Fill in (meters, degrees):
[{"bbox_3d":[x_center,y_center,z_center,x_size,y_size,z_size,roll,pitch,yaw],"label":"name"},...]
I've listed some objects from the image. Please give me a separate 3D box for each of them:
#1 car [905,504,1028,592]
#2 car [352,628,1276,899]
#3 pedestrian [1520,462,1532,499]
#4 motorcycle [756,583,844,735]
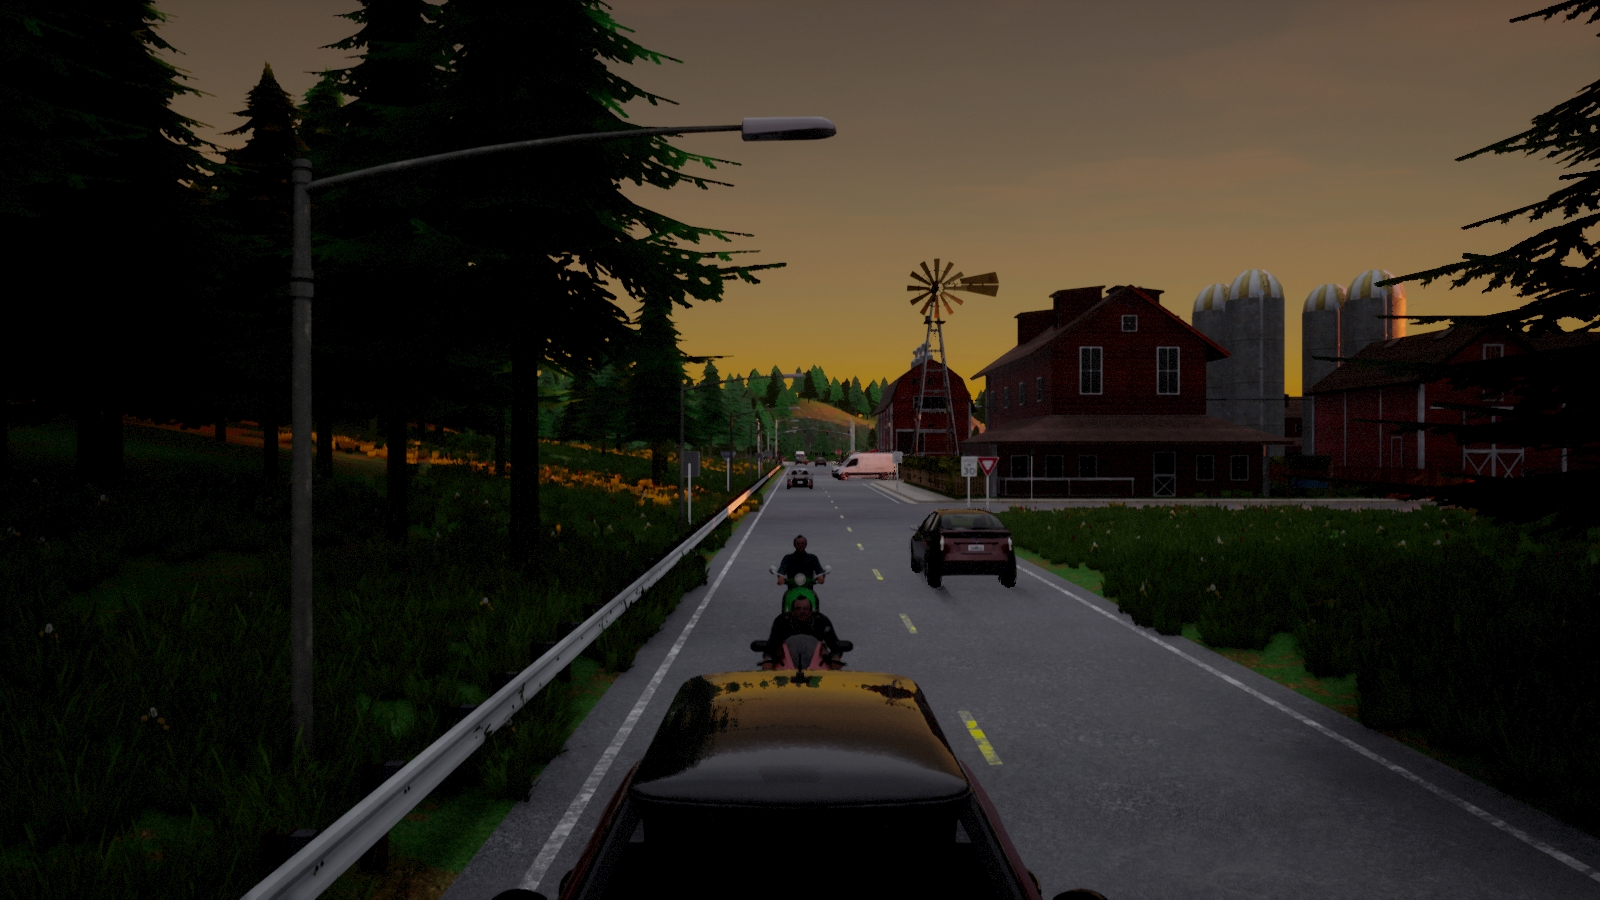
[{"bbox_3d":[3.502,2.043,24.871,2.007,1.525,4.514,0,0,0],"label":"car"},{"bbox_3d":[0.031,1.907,4.312,2.097,1.767,4.553,0,0,0],"label":"car"},{"bbox_3d":[37.135,1.563,58.433,0.375,1.860,0.375,0,0,-7],"label":"pedestrian"},{"bbox_3d":[0.003,2.207,12.457,0.867,1.251,2.209,0,0,0],"label":"motorcycle"}]
